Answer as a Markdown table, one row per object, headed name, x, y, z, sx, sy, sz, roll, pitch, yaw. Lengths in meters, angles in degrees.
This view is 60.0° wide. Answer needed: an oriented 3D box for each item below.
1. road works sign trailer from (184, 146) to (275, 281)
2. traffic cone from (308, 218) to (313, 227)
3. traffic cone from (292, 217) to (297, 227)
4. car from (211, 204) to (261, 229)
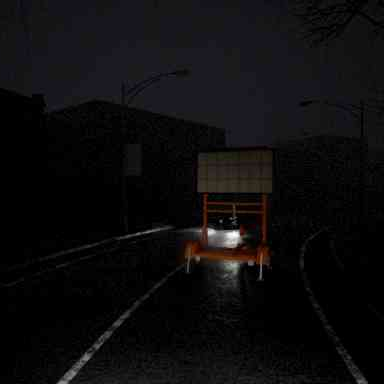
| name | x | y | z | sx | sy | sz | roll | pitch | yaw |
| --- | --- | --- | --- | --- | --- | --- | --- | --- | --- |
| road works sign trailer | 1.319 | 0.460 | 10.119 | 2.380 | 3.560 | 2.880 | 0 | 0 | 21 |
| traffic cone | 7.669 | 1.979 | 21.525 | 0.340 | 0.580 | 0.340 | 1 | 0 | 23 |
| traffic cone | 6.748 | 1.967 | 21.914 | 0.340 | 0.580 | 0.340 | 1 | 0 | 23 |
| car | 3.002 | 1.480 | 21.763 | 1.837 | 1.490 | 4.892 | 0 | 0 | 32 |
